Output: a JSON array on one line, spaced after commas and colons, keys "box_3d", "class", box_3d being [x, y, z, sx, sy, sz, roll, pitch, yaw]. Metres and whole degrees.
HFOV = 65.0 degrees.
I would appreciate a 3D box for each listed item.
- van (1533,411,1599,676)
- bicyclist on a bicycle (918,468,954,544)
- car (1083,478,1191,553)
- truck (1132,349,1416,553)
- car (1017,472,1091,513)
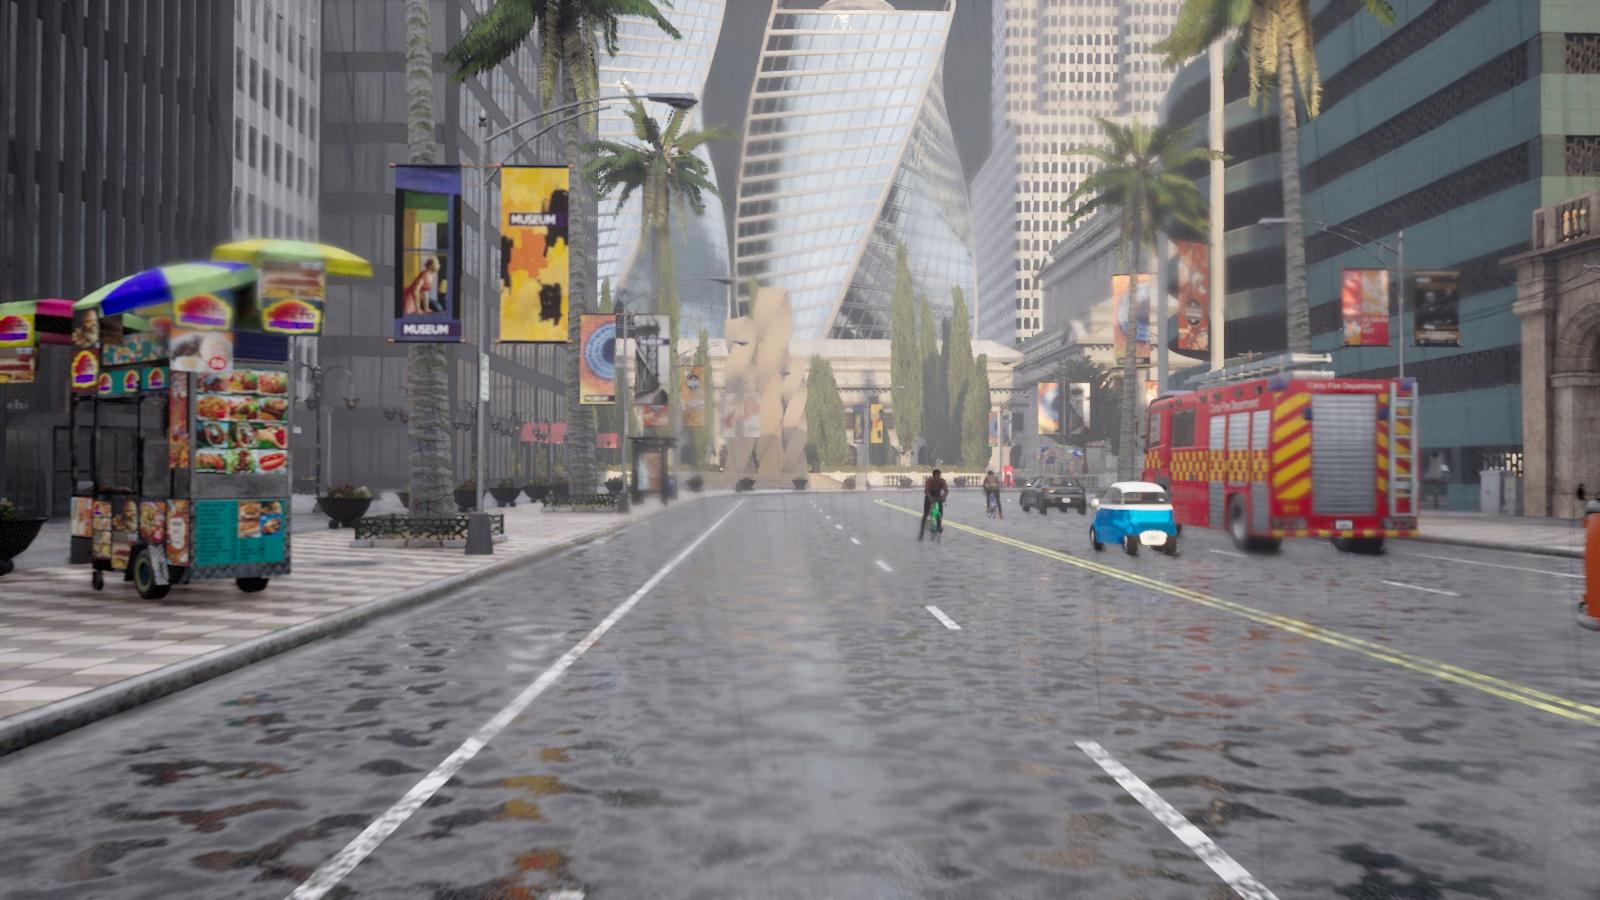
[{"box_3d": [6.896, 0.675, 7.996, 1.775, 1.987, 4.442, 0, -1, -1], "class": "van"}, {"box_3d": [3.025, 1.226, 28.032, 0.582, 1.620, 1.656, 0, -1, -1], "class": "bicyclist on a bicycle"}, {"box_3d": [6.581, 1.257, 24.689, 1.481, 1.376, 2.207, 0, 0, -1], "class": "car"}, {"box_3d": [10.019, 0.079, 27.803, 2.891, 3.827, 8.468, 0, -1, -1], "class": "truck"}, {"box_3d": [9.726, 1.603, 48.476, 1.816, 1.474, 4.193, 0, -1, -3], "class": "car"}]
